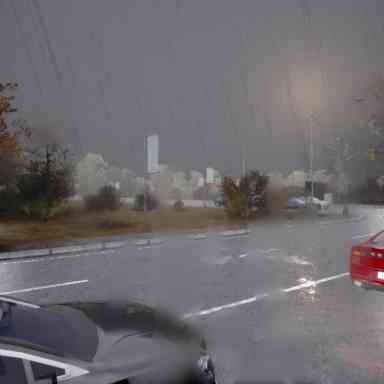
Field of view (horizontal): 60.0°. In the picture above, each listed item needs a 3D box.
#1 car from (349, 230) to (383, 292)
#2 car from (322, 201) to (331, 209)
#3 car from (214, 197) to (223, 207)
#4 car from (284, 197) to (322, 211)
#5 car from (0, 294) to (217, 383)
[{"bbox_3d":[5.709,1.445,7.814,5.008,1.535,1.882,0,0,-36],"label":"car"},{"bbox_3d":[13.898,1.281,39.162,1.812,1.442,4.674,-1,0,-39],"label":"car"},{"bbox_3d":[5.056,1.296,44.561,1.837,1.490,4.892,-1,0,-39],"label":"car"},{"bbox_3d":[11.113,1.334,37.009,2.033,1.411,5.357,-1,0,-39],"label":"car"},{"bbox_3d":[-2.007,1.492,2.299,4.902,1.511,2.128,0,0,-35],"label":"car"}]
